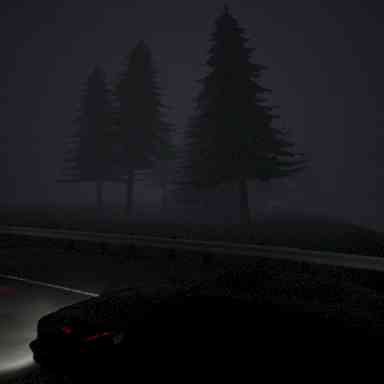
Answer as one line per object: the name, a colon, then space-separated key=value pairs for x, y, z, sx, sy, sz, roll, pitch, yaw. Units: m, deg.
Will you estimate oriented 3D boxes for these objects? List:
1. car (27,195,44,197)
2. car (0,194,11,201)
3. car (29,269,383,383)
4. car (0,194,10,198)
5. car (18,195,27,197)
car: x=-39.449 y=1.471 z=84.795 sx=1.882 sy=1.535 sz=5.008 roll=0 pitch=0 yaw=-3
car: x=-46.172 y=1.355 z=80.660 sx=2.097 sy=1.767 sz=4.553 roll=0 pitch=0 yaw=1
car: x=0.684 y=1.547 z=3.241 sx=5.357 sy=1.411 sz=2.033 roll=0 pitch=0 yaw=34
car: x=-39.664 y=1.524 z=69.415 sx=1.812 sy=1.442 sz=4.674 roll=0 pitch=0 yaw=8
car: x=-42.890 y=1.536 z=83.984 sx=2.033 sy=1.411 sz=5.357 roll=0 pitch=0 yaw=-3
